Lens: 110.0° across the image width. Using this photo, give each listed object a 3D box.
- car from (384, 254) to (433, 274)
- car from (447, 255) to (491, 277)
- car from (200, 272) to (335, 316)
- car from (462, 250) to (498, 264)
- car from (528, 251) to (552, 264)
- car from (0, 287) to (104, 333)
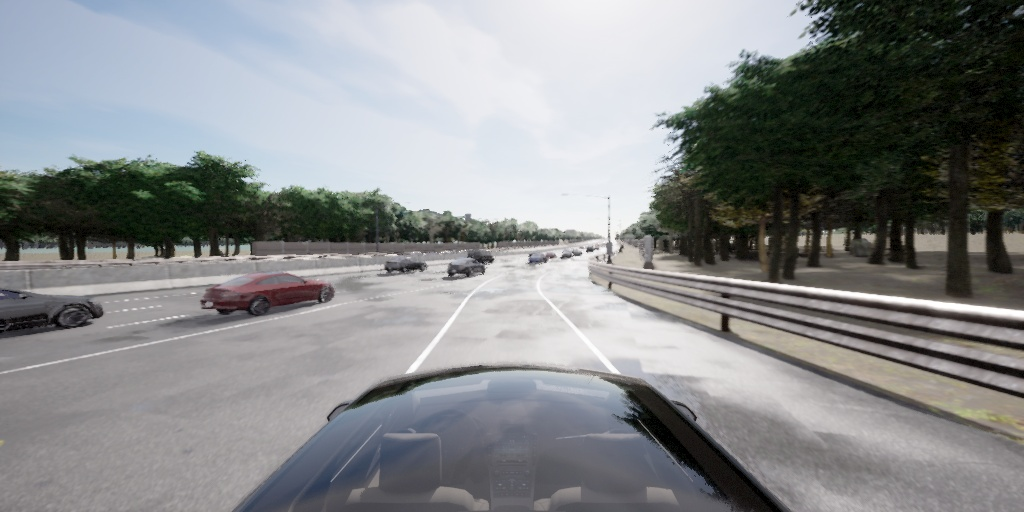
[{"bbox_3d":[-9.842,0.831,33.533,2.128,1.511,4.902,0,1,19],"label":"car"},{"bbox_3d":[-3.724,0.942,29.806,1.812,1.442,4.674,0,1,19],"label":"car"},{"bbox_3d":[-9.174,1.325,13.917,1.812,1.442,4.674,0,2,19],"label":"car"},{"bbox_3d":[-4.344,0.162,49.437,2.150,2.045,5.566,0,1,19],"label":"car"},{"bbox_3d":[3.842,0.416,51.706,2.033,1.411,5.357,0,1,19],"label":"car"},{"bbox_3d":[-14.296,1.482,9.723,1.994,1.385,4.181,0,1,19],"label":"car"}]
